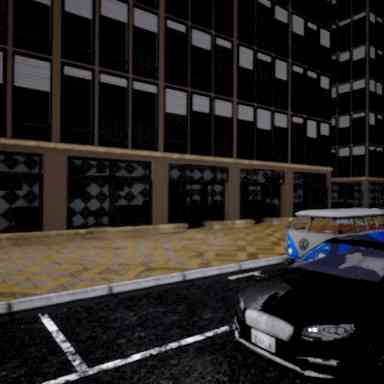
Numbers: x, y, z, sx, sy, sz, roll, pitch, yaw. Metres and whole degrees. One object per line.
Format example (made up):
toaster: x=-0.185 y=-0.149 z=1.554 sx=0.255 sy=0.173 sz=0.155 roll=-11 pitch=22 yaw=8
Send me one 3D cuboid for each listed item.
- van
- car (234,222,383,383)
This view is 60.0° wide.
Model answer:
van: x=4.499 y=1.386 z=9.794 sx=3.998 sy=1.788 sz=1.690 roll=0 pitch=0 yaw=-36
car: x=2.839 y=1.516 z=5.419 sx=4.902 sy=1.511 sz=2.128 roll=0 pitch=0 yaw=-36
